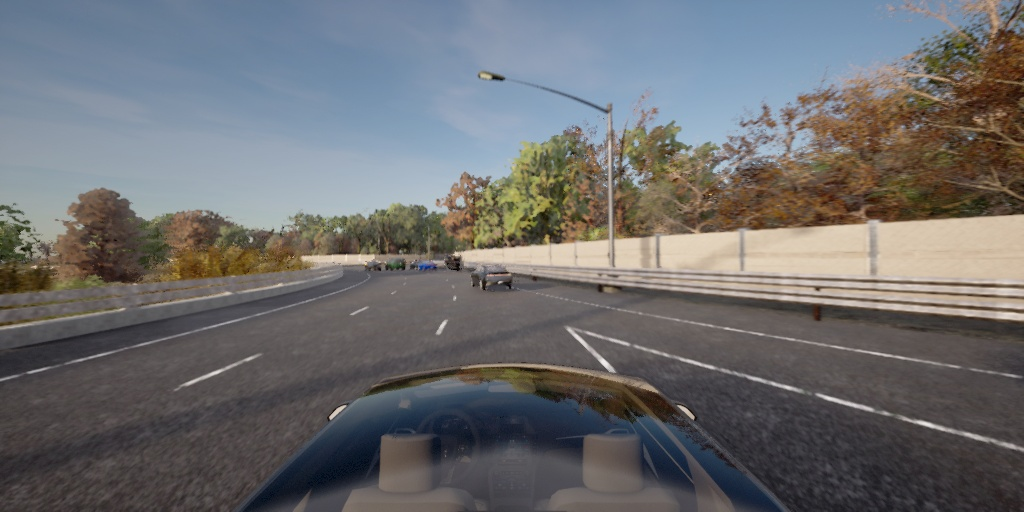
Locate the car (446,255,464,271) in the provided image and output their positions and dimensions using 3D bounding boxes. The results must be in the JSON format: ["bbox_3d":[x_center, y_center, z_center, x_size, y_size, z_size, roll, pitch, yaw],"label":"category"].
[{"bbox_3d":[-7.853,1.260,48.418,1.882,1.535,5.008,8,-20,-2],"label":"car"}]

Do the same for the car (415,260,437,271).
[{"bbox_3d":[-12.930,1.529,54.782,1.882,1.535,5.008,-1,0,-28],"label":"car"}]

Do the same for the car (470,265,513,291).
[{"bbox_3d":[-1.380,1.309,22.590,2.128,1.511,4.902,-1,0,-17],"label":"car"}]

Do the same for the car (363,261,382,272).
[{"bbox_3d":[-21.871,1.681,56.407,1.837,1.490,4.892,-1,0,-33],"label":"car"}]

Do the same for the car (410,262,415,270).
[{"bbox_3d":[-15.533,1.601,59.559,1.837,1.490,4.892,-1,0,-33],"label":"car"}]

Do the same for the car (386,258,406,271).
[{"bbox_3d":[-18.876,1.372,58.211,2.150,2.045,5.566,-1,0,-33],"label":"car"}]
